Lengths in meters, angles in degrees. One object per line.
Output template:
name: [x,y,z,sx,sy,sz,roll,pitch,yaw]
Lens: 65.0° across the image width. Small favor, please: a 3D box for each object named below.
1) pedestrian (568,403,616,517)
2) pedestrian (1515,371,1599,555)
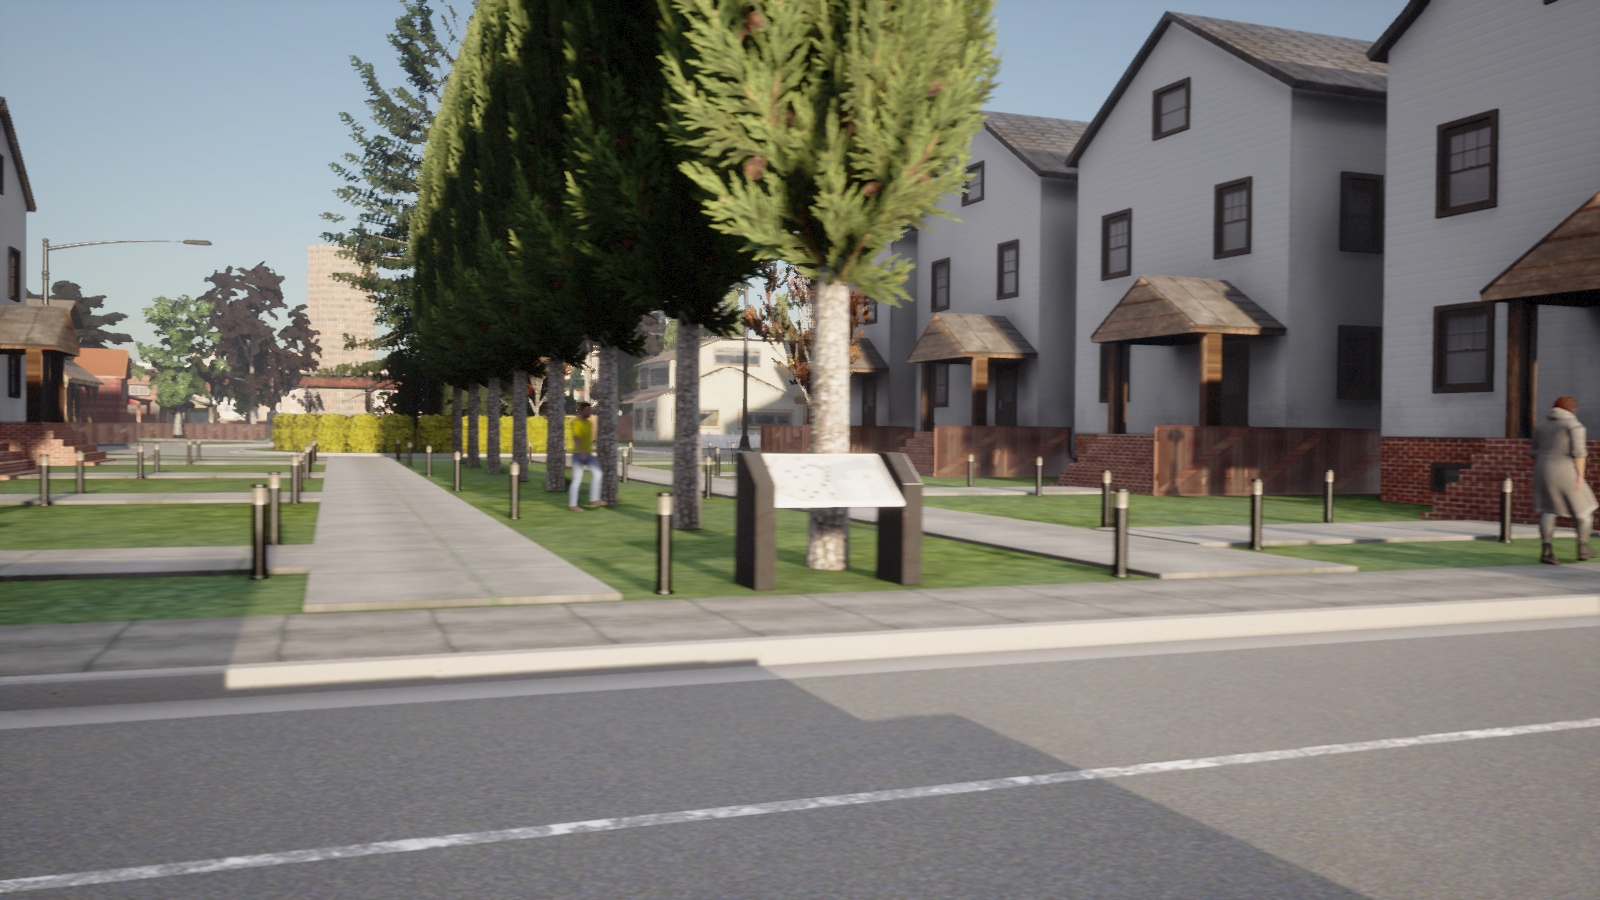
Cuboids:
pedestrian: [-3.434,0.160,20.700,0.706,1.836,0.354,0,1,33]
pedestrian: [8.451,0.127,13.766,0.873,1.952,0.659,-1,1,-21]
